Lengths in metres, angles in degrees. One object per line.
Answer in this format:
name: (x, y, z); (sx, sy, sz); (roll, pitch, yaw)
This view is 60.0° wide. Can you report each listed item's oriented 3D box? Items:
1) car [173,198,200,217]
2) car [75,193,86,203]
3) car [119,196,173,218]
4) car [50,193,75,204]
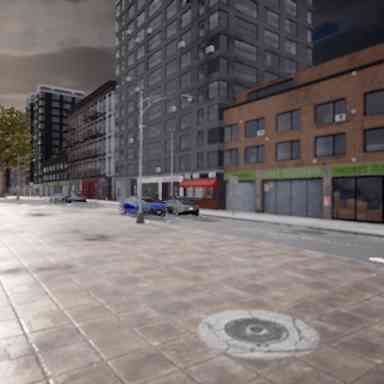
car: (-1.230, 1.184, 26.334); (1.994, 1.385, 4.181); (1, 1, -36)
car: (-16.741, 0.847, 47.862); (1.994, 1.385, 4.181); (1, 0, -36)
car: (-3.712, 1.072, 24.738); (1.882, 1.535, 5.008); (1, 1, -36)
car: (-17.303, 0.849, 43.755); (1.994, 1.385, 4.181); (1, 0, -36)
